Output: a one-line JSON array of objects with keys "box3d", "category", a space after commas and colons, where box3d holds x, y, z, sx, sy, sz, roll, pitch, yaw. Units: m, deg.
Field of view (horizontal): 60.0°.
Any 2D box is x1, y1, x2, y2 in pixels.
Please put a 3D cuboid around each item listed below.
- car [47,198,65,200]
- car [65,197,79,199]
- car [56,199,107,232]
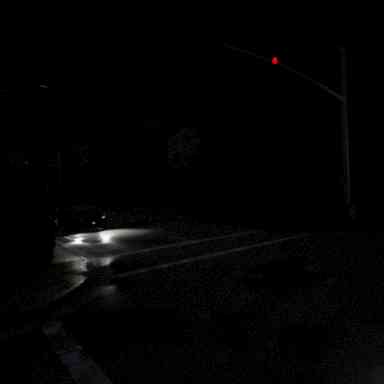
[{"box3d": [-12.632, 1.321, 28.127, 1.882, 1.535, 5.008, -3, 2, -35], "category": "car"}, {"box3d": [-12.491, 1.227, 34.313, 1.994, 1.385, 4.181, -3, 2, -36], "category": "car"}, {"box3d": [-6.582, 1.366, 19.579, 1.812, 1.442, 4.674, -3, 2, -36], "category": "car"}]
